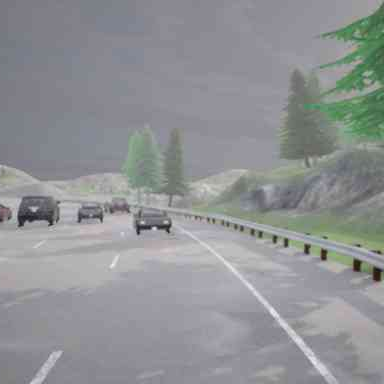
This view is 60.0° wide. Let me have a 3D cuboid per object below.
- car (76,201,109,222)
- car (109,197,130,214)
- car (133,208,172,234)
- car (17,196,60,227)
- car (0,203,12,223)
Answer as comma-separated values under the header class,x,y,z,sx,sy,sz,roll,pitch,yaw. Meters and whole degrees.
class,x,y,z,sx,sy,sz,roll,pitch,yaw
car,-8.098,1.518,26.428,2.128,1.511,4.902,0,0,-18
car,-8.250,1.375,36.287,2.097,1.767,4.553,0,0,-24
car,-2.424,1.604,19.400,1.895,1.301,4.718,0,0,-12
car,-10.800,1.262,23.709,2.150,2.045,5.566,0,0,-16
car,-15.118,1.585,25.470,1.812,1.442,4.674,0,0,-19
